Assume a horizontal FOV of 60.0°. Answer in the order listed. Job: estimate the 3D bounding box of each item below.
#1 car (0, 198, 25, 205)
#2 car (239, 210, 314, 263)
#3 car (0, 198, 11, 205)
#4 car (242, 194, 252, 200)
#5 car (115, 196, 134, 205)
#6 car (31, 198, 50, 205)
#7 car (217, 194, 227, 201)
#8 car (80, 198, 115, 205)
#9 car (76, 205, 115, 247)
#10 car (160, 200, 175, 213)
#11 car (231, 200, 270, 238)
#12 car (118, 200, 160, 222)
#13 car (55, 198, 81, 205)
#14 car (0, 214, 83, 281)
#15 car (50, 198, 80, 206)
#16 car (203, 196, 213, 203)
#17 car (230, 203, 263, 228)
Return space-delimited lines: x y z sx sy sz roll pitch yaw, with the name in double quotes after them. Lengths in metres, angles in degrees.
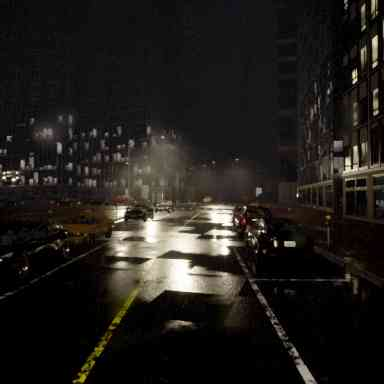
-31.417 1.764 58.284 4.403 1.369 2.008 0 -1 15 "car"
2.980 1.570 11.890 1.947 1.339 4.313 1 0 2 "car"
-40.134 1.985 68.848 4.403 1.369 2.008 0 -1 15 "car"
12.592 1.436 76.034 2.192 1.841 5.009 1 0 15 "car"
-13.160 1.571 61.446 5.009 1.841 2.192 0 -1 15 "car"
-29.508 1.890 65.931 4.829 1.417 1.752 0 -1 15 "car"
8.153 1.525 89.883 2.192 1.841 5.009 1 0 16 "car"
-15.240 1.672 53.842 4.313 1.339 1.947 0 -1 15 "car"
-4.886 1.539 15.284 1.752 1.417 4.829 1 0 3 "car"
-2.988 1.593 37.140 2.008 1.369 4.403 1 0 7 "car"
3.273 1.448 17.570 1.967 1.590 4.097 1 0 4 "car"
-4.118 1.576 26.383 2.008 1.369 4.403 1 0 5 "car"
-23.950 1.879 64.404 4.403 1.369 2.008 0 -1 15 "car"
-5.118 1.574 9.960 1.947 1.339 4.313 1 0 2 "car"
-20.632 1.692 55.322 4.403 1.369 2.008 0 -1 15 "car"
3.591 1.671 73.794 1.752 1.417 4.829 1 0 14 "car"
3.662 1.555 23.200 1.887 1.381 4.507 1 0 5 "car"
